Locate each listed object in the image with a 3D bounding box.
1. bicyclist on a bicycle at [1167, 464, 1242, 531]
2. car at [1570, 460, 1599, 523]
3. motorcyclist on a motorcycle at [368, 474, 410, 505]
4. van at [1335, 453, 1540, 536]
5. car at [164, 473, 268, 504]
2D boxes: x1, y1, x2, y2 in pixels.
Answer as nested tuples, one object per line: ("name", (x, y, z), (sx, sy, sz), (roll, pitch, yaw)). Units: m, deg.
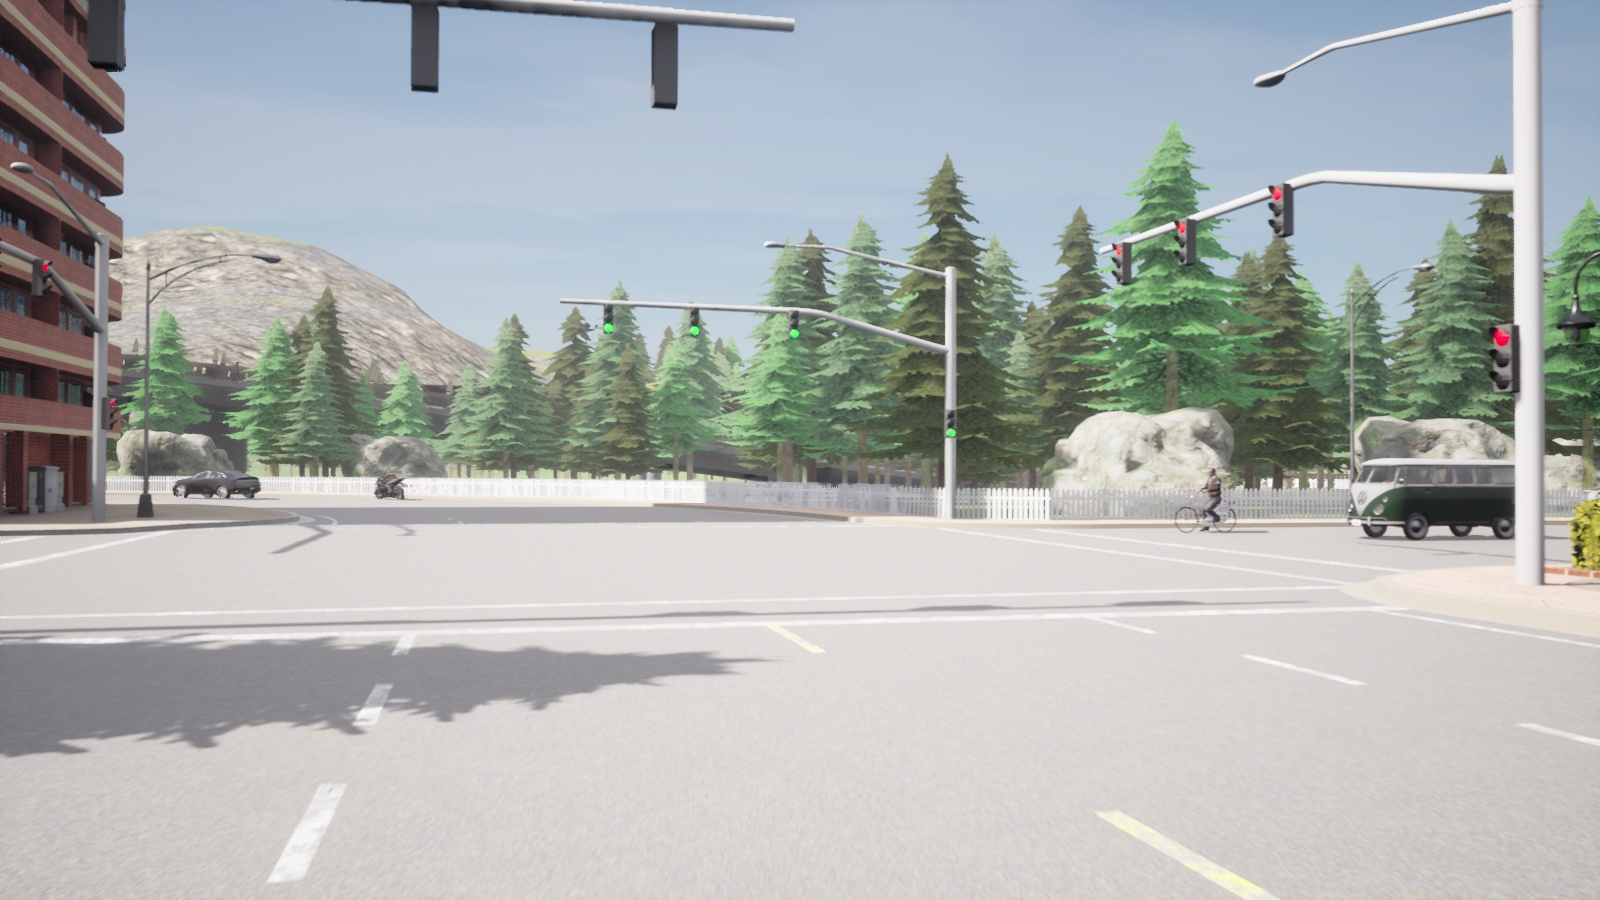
("bicyclist on a bicycle", (10.861, 1.261, 33.738), (1.843, 1.776, 0.659), (0, -1, -13))
("car", (25.539, 1.206, 37.220), (4.605, 1.855, 1.932), (0, -1, -13))
("motorcyclist on a motorcycle", (-21.013, 2.007, 64.208), (2.191, 1.530, 0.866), (-1, -1, 33))
("van", (15.873, 1.082, 31.332), (4.442, 1.987, 1.775), (0, -1, -13))
("car", (-30.144, 1.975, 64.798), (4.902, 1.511, 2.128), (-1, -1, 22))
